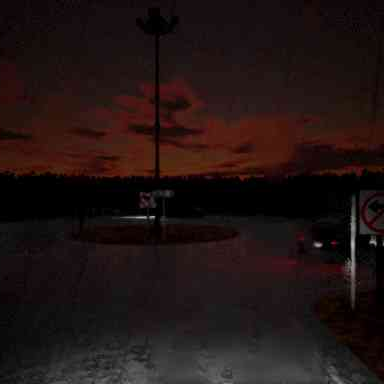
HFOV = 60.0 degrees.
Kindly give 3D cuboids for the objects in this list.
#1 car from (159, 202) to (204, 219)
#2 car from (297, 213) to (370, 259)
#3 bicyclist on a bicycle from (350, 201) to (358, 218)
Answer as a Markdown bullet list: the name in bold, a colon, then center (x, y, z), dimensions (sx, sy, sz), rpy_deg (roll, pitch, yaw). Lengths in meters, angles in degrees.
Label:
- **car**: center (-1.031, 1.539, 28.592), dimensions (4.181, 1.385, 1.994), rpy_deg (0, 0, 13)
- **car**: center (5.439, 1.515, 12.613), dimensions (1.812, 1.442, 4.674), rpy_deg (0, 0, 36)
- **bicyclist on a bicycle**: center (11.266, 1.429, 22.526), dimensions (1.656, 1.620, 0.582), rpy_deg (-1, 0, -17)
